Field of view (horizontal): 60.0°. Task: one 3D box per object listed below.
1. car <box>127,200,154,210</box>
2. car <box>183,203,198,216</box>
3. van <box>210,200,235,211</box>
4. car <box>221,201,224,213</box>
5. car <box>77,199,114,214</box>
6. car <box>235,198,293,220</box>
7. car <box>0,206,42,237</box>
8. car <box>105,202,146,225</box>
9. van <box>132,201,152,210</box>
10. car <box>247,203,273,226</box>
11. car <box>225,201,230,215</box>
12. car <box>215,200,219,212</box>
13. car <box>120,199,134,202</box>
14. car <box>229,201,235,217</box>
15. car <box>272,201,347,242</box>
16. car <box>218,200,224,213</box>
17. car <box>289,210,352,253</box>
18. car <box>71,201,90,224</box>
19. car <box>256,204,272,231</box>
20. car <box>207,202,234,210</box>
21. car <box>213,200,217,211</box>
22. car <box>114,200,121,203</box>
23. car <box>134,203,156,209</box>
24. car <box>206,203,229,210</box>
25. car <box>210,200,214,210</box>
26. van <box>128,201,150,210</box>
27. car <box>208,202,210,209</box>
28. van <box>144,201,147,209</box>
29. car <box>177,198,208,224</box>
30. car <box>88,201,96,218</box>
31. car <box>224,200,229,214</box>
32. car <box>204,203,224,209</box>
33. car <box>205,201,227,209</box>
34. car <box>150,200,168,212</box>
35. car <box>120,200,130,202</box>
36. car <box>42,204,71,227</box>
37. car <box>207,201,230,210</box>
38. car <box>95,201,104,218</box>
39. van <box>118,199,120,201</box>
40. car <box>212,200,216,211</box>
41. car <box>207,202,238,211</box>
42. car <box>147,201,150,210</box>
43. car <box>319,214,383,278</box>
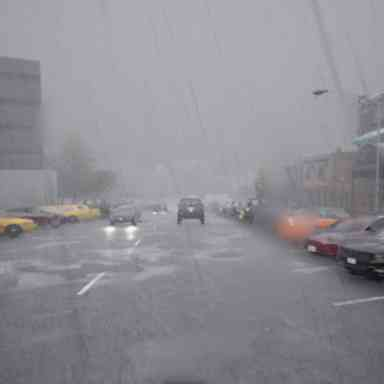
[{"bbox_3d":[-11.552,2.965,74.843,5.566,2.045,2.435,0,-2,-19],"label":"car"},{"bbox_3d":[-0.214,2.233,43.738,1.837,1.490,4.892,0,-1,0],"label":"car"},{"bbox_3d":[5.919,2.630,65.114,4.442,1.987,1.878,1,-2,-21],"label":"van"},{"bbox_3d":[6.199,2.081,38.653,4.674,1.452,2.002,1,-2,-21],"label":"car"},{"bbox_3d":[-11.616,1.756,35.798,5.566,2.045,2.435,0,-1,-20],"label":"car"},{"bbox_3d":[6.357,1.455,24.015,5.566,2.045,2.435,1,-1,-20],"label":"car"},{"bbox_3d":[-11.276,1.636,17.924,5.366,1.575,1.946,-1,-1,-20],"label":"car"},{"bbox_3d":[-5.129,1.791,26.332,1.837,1.490,4.892,0,-2,0],"label":"car"},{"bbox_3d":[-11.648,3.084,77.784,4.442,1.987,1.878,0,-2,-19],"label":"van"},{"bbox_3d":[6.342,1.655,21.064,4.892,1.521,2.231,1,-1,-20],"label":"car"},{"bbox_3d":[6.249,1.888,32.793,5.008,1.535,2.097,1,-2,-20],"label":"car"},{"bbox_3d":[6.119,2.215,44.526,5.008,1.535,2.097,1,-2,-21],"label":"car"},{"bbox_3d":[-11.755,2.115,47.773,5.566,2.045,2.435,0,-2,-21],"label":"car"},{"bbox_3d":[6.288,1.822,29.862,5.008,1.535,2.097,1,-1,-20],"label":"car"},{"bbox_3d":[6.350,1.447,15.190,4.553,1.767,2.185,1,-1,-20],"label":"car"},{"bbox_3d":[6.133,2.000,41.589,4.553,1.767,2.185,1,-2,-21],"label":"car"},{"bbox_3d":[6.364,1.572,12.244,4.792,1.488,2.163,1,0,-20],"label":"car"},{"bbox_3d":[-11.335,1.790,26.896,5.366,1.575,1.946,0,-1,-20],"label":"car"},{"bbox_3d":[6.359,1.613,18.127,4.892,1.521,2.231,1,-1,-20],"label":"car"},{"bbox_3d":[5.758,2.944,68.005,5.008,1.535,2.097,1,-2,-21],"label":"car"},{"bbox_3d":[6.079,2.307,47.462,4.892,1.521,2.231,1,-2,-21],"label":"car"},{"bbox_3d":[-11.445,2.087,38.861,5.366,1.575,1.946,0,-2,-20],"label":"car"},{"bbox_3d":[-11.491,3.403,80.814,5.008,1.535,2.097,0,-2,-19],"label":"car"},{"bbox_3d":[5.659,3.158,73.913,4.792,1.488,2.163,1,-2,-21],"label":"car"},{"bbox_3d":[6.011,2.488,53.326,5.008,1.535,2.097,1,-2,-21],"label":"car"},{"bbox_3d":[-11.508,2.896,71.873,4.442,1.987,1.878,0,-2,-19],"label":"van"},{"bbox_3d":[5.917,2.671,59.195,5.008,1.535,2.097,1,-2,-21],"label":"car"},{"bbox_3d":[-11.800,2.708,65.785,4.442,1.987,1.878,0,-2,-19],"label":"van"},{"bbox_3d":[-0.090,1.532,27.784,2.150,2.045,5.566,0,-1,0],"label":"car"},{"bbox_3d":[-11.705,1.858,29.757,5.366,1.575,1.946,0,-1,-20],"label":"car"},{"bbox_3d":[6.198,1.836,35.726,4.553,1.767,2.185,1,-2,-20],"label":"car"},{"bbox_3d":[5.446,3.443,82.745,4.674,1.452,2.002,1,-2,-21],"label":"car"},{"bbox_3d":[5.543,3.093,76.846,4.553,1.767,2.185,1,-2,-21],"label":"car"},{"bbox_3d":[-5.466,2.401,58.082,2.150,2.045,5.566,0,-2,0],"label":"car"},{"bbox_3d":[-11.517,2.268,44.850,5.366,1.575,1.946,0,-2,-21],"label":"car"},{"bbox_3d":[-11.458,1.768,23.853,4.792,1.488,2.163,0,-1,-20],"label":"car"},{"bbox_3d":[5.664,2.910,70.950,4.553,1.767,2.185,1,-2,-21],"label":"car"},{"bbox_3d":[-11.734,1.928,32.748,5.366,1.575,1.946,0,-1,-20],"label":"car"},{"bbox_3d":[-11.766,1.954,41.752,4.442,1.987,1.878,0,-2,-21],"label":"van"},{"bbox_3d":[6.041,2.398,50.393,4.892,1.521,2.231,1,-2,-21],"label":"car"},{"bbox_3d":[5.685,2.755,62.063,5.366,1.575,1.946,1,-2,-21],"label":"car"},{"bbox_3d":[-11.624,2.902,68.835,4.553,1.767,2.185,0,-2,-19],"label":"car"},{"bbox_3d":[6.408,1.517,9.327,5.008,1.535,2.097,1,0,-20],"label":"car"}]
